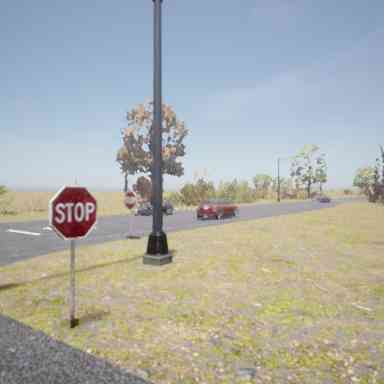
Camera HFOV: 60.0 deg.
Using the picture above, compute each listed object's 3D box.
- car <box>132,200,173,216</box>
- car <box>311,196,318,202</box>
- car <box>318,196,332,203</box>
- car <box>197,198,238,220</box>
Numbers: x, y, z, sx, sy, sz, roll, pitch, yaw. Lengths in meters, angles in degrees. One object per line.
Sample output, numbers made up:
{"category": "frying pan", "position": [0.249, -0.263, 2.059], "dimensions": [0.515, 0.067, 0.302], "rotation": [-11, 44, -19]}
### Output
{"category": "car", "position": [-3.848, 1.576, 33.235], "dimensions": [2.128, 1.511, 4.902], "rotation": [0, 0, 35]}
{"category": "car", "position": [31.734, 1.743, 84.902], "dimensions": [2.128, 1.511, 4.902], "rotation": [0, 0, 35]}
{"category": "car", "position": [30.581, 1.716, 75.499], "dimensions": [1.837, 1.490, 4.892], "rotation": [0, 0, 29]}
{"category": "car", "position": [2.404, 1.446, 29.946], "dimensions": [2.097, 1.767, 4.553], "rotation": [0, 0, 35]}
